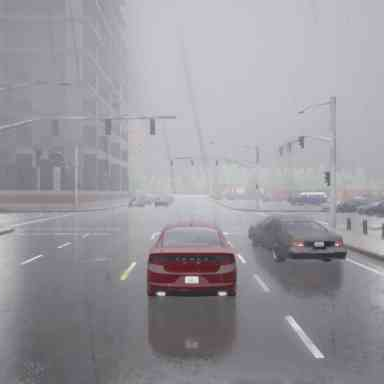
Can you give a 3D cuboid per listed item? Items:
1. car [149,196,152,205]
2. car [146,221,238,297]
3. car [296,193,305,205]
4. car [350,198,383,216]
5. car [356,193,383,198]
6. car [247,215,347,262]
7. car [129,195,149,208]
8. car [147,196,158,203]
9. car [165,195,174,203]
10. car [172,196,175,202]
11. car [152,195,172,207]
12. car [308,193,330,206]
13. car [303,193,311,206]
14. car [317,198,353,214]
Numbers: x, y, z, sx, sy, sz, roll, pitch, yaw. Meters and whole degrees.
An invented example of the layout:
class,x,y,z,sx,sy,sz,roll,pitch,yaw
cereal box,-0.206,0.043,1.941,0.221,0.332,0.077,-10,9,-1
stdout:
class,x,y,z,sx,sy,sz,roll,pitch,yaw
car,-8.208,1.352,58.147,2.097,1.767,4.553,0,0,-1
car,-0.012,1.478,8.640,1.882,1.535,5.008,0,0,0
car,24.022,1.209,66.875,4.605,1.855,1.932,0,0,-1
car,18.386,1.581,32.277,4.674,1.442,1.812,0,0,-1
car,39.038,1.209,72.549,4.605,1.855,1.932,0,0,-1
car,3.477,1.547,12.076,2.033,1.411,5.357,0,0,-4
car,-8.080,1.491,48.901,2.128,1.511,4.902,0,0,-1
car,-8.321,1.552,70.624,1.994,1.385,4.181,0,0,-1
car,-4.849,1.500,72.536,1.837,1.490,4.892,0,0,-1
car,-4.748,1.547,61.820,2.033,1.411,5.357,0,0,0
car,-4.611,1.477,51.209,1.882,1.535,5.008,0,0,-1
car,24.118,1.451,61.297,3.806,1.475,1.970,0,0,-1
car,24.095,1.419,64.192,3.905,1.438,1.784,0,0,-1
car,16.781,1.603,35.778,5.357,1.411,2.033,0,0,-1
